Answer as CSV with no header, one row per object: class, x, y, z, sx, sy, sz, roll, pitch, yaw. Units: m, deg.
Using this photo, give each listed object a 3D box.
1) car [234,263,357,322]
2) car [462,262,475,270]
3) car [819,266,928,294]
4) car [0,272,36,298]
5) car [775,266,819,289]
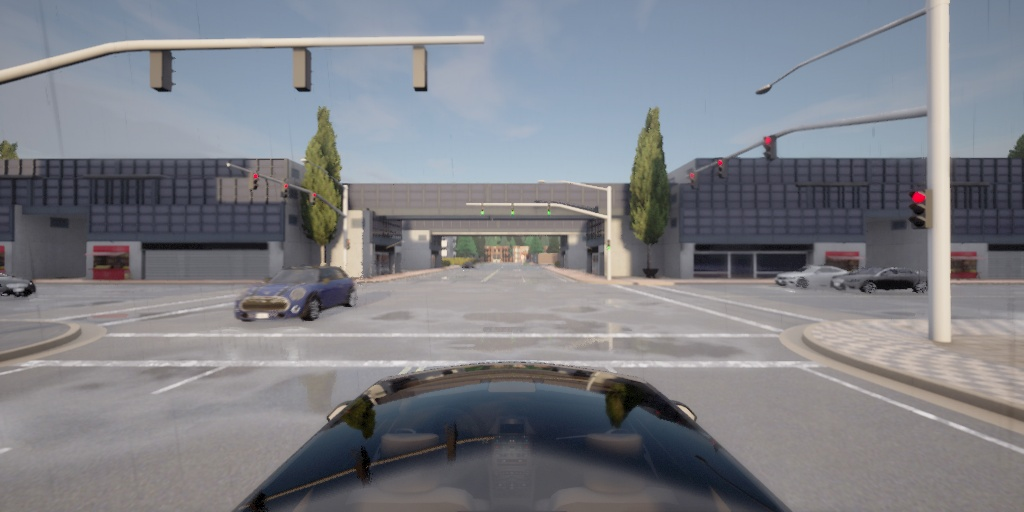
car,-7.248,1.140,12.549,2.097,1.767,4.553,0,0,-2
car,-7.468,1.662,61.968,1.994,1.385,4.181,0,0,0
car,21.041,1.348,20.493,4.902,1.511,2.128,0,0,0
car,-25.578,1.327,16.888,4.902,1.511,2.128,0,0,1
car,20.272,1.402,23.975,4.674,1.442,1.812,0,0,0
